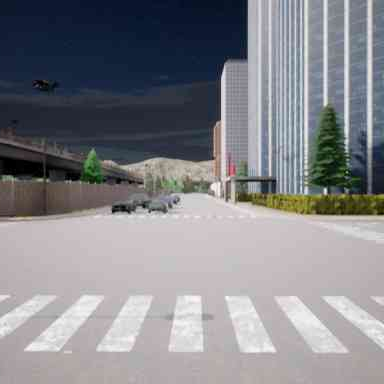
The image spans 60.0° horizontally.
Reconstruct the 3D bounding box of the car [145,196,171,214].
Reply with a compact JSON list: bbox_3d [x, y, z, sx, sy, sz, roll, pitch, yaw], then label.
[{"bbox_3d":[-3.591,1.487,35.828,1.837,1.490,4.892,0,0,0],"label":"car"}]

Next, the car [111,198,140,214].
[{"bbox_3d":[-7.125,1.584,35.135,1.895,1.301,4.718,0,0,1],"label":"car"}]

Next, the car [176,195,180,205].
[{"bbox_3d":[-3.547,1.449,58.118,1.882,1.535,5.008,0,0,1],"label":"car"}]

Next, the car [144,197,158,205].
[{"bbox_3d":[-7.044,1.536,57.620,1.994,1.385,4.181,0,0,1],"label":"car"}]

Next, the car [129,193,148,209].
[{"bbox_3d":[-7.095,1.199,44.889,2.150,2.045,5.566,0,0,1],"label":"car"}]

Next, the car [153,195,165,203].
[{"bbox_3d":[-6.996,1.485,70.784,2.128,1.511,4.902,0,0,0],"label":"car"}]

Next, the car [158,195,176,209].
[{"bbox_3d":[-3.590,1.483,45.057,1.837,1.490,4.892,0,0,0],"label":"car"}]
